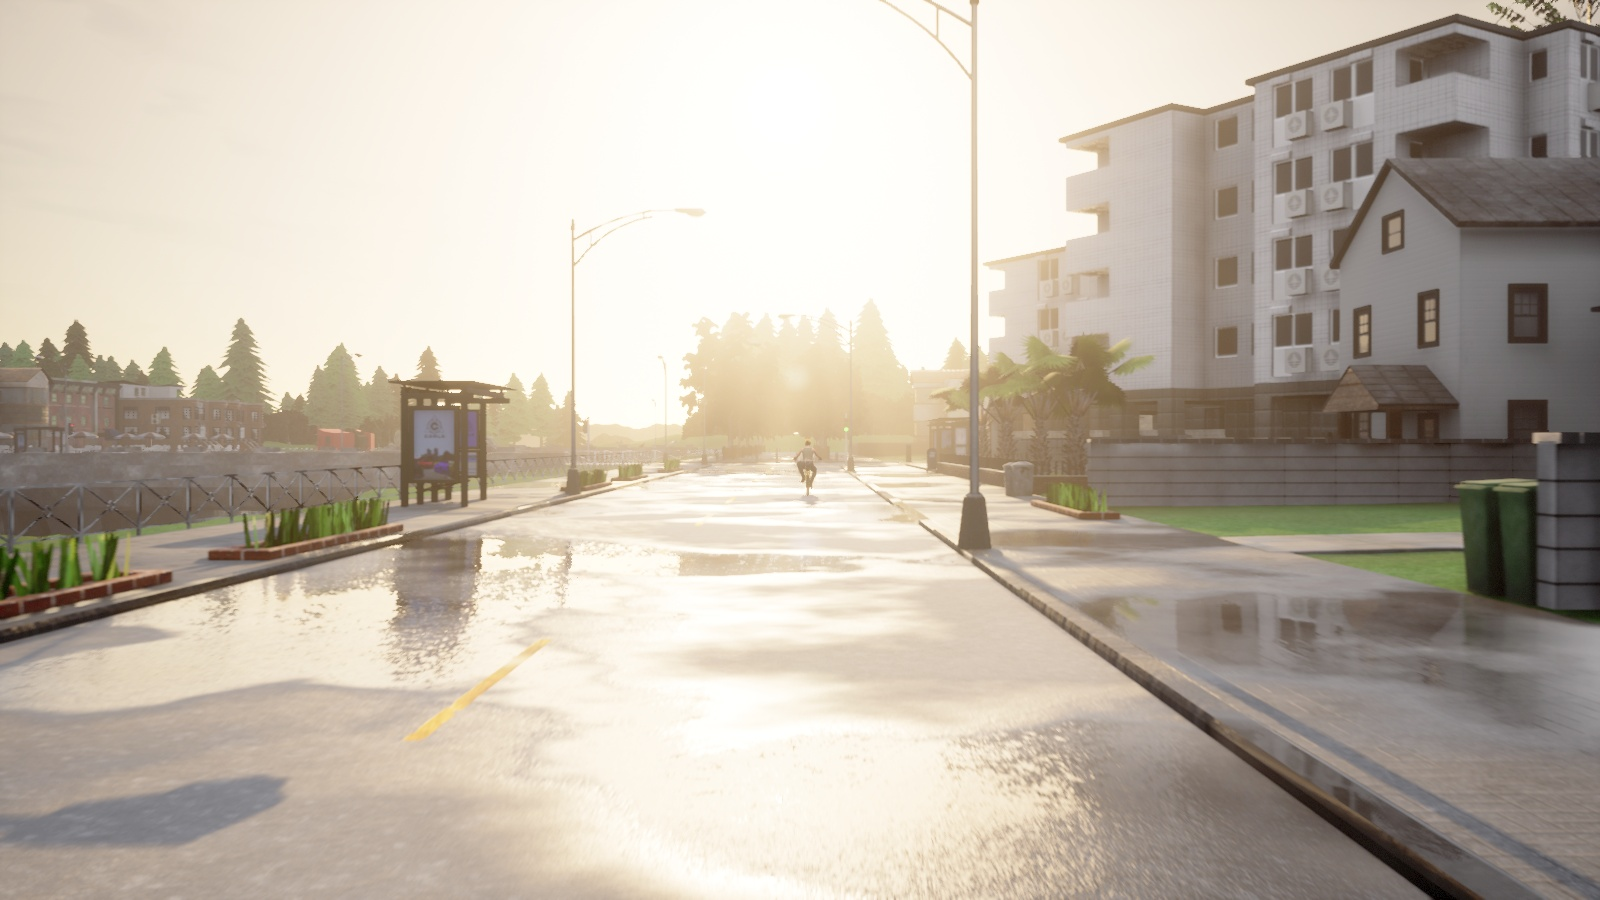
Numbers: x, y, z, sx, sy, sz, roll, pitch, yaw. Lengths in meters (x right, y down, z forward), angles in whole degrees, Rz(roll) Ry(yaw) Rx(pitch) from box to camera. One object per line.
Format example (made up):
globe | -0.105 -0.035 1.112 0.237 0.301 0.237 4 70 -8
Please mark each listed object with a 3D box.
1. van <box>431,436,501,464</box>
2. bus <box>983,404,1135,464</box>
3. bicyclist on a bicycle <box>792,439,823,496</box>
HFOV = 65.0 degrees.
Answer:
van | -23.388 -0.016 88.133 4.442 1.987 1.775 0 0 0
bus | 18.764 -1.131 91.676 10.273 4.253 3.944 0 0 0
bicyclist on a bicycle | 0.222 0.481 35.884 0.866 1.612 1.509 0 0 0
